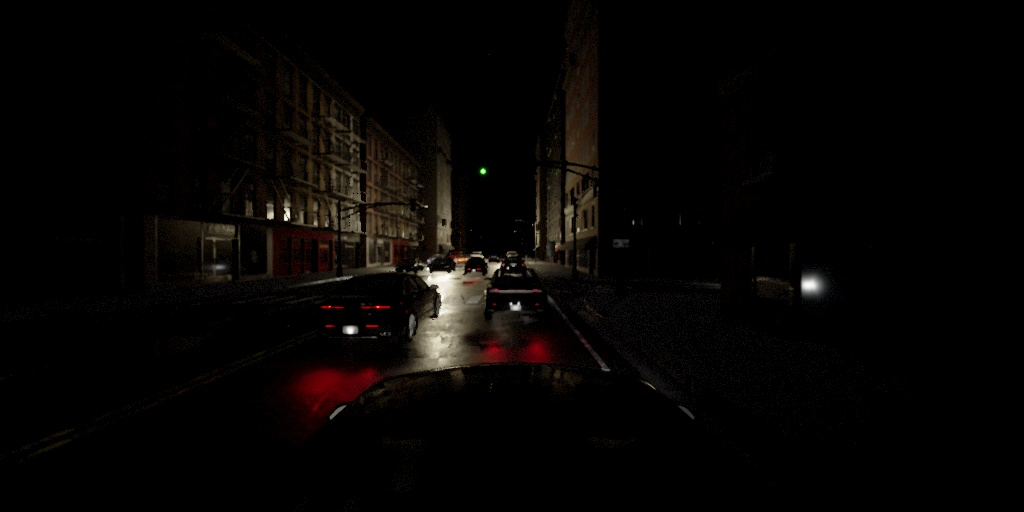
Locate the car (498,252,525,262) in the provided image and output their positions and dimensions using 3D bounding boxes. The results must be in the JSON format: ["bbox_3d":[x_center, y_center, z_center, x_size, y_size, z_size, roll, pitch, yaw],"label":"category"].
[{"bbox_3d":[0.095,0.760,31.028,2.097,1.767,4.553,0,1,0],"label":"car"}]

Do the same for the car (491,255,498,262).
[{"bbox_3d":[-3.263,0.568,64.842,1.994,1.385,4.181,0,1,0],"label":"car"}]

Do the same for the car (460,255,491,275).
[{"bbox_3d":[-3.156,0.901,32.099,1.837,1.490,4.892,0,1,0],"label":"car"}]

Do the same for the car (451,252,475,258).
[{"bbox_3d":[-6.592,0.555,48.234,2.097,1.767,4.553,0,1,0],"label":"car"}]

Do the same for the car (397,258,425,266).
[{"bbox_3d":[-9.886,0.905,35.241,2.033,1.411,5.357,0,1,-3],"label":"car"}]

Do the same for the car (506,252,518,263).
[{"bbox_3d":[-0.013,0.230,64.467,2.150,2.045,5.566,0,1,0],"label":"car"}]

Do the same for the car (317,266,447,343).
[{"bbox_3d":[-3.151,1.166,9.391,1.837,1.490,4.892,0,1,0],"label":"car"}]

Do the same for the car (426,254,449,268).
[{"bbox_3d":[-9.844,0.565,47.469,2.097,1.767,4.553,0,1,0],"label":"car"}]

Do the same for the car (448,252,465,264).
[{"bbox_3d":[-9.794,0.243,63.681,2.150,2.045,5.566,0,1,1],"label":"car"}]

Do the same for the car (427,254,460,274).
[{"bbox_3d":[-6.603,0.846,34.424,1.882,1.535,5.008,0,1,0],"label":"car"}]

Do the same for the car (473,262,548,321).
[{"bbox_3d":[0.097,1.124,11.880,2.128,1.511,4.902,0,1,0],"label":"car"}]
